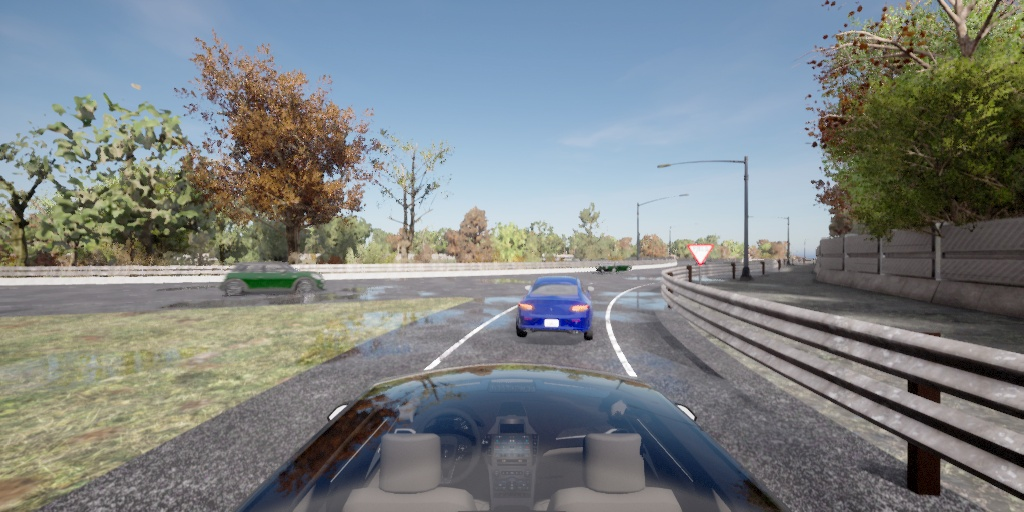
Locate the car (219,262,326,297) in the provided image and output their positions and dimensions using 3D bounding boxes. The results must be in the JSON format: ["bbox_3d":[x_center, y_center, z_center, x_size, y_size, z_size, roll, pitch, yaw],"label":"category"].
[{"bbox_3d":[-12.408,1.088,18.959,4.553,1.767,2.097,0,0,-23],"label":"car"}]

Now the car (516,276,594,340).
[{"bbox_3d":[1.276,1.273,9.937,1.812,1.442,4.674,0,0,11],"label":"car"}]

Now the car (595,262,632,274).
[{"bbox_3d":[11.737,1.328,41.148,4.718,1.301,1.895,0,0,-40],"label":"car"}]
